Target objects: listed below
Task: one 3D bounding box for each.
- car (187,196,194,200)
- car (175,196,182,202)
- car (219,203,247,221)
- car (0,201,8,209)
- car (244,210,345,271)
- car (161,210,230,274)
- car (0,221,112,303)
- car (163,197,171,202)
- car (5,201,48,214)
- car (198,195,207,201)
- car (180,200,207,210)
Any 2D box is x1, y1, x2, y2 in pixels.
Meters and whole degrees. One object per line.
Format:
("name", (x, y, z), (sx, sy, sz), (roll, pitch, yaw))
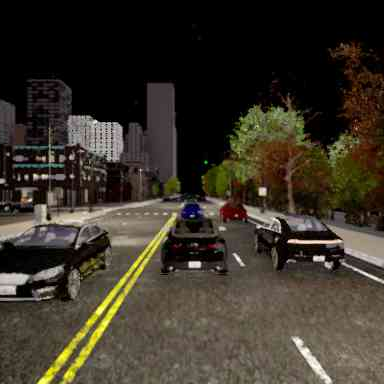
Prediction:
("car", (-0.311, 1.888, 90.017), (2.128, 1.511, 4.902), (0, 0, 0))
("car", (-3.560, 1.934, 89.817), (2.128, 1.511, 4.902), (0, 0, 0))
("car", (3.260, 1.602, 26.974), (1.882, 1.535, 5.008), (0, 0, 0))
("car", (-28.457, 2.058, 49.662), (4.403, 1.369, 2.008), (-1, 1, 0))
("car", (3.312, 1.542, 11.121), (2.128, 1.511, 4.902), (0, 0, 0))
("car", (0.064, 1.557, 10.696), (1.837, 1.490, 4.892), (0, 0, 0))
("car", (-3.377, 1.534, 8.482), (2.128, 1.511, 4.902), (0, 0, 0))
("car", (-6.810, 1.962, 89.806), (1.994, 1.385, 4.181), (0, 0, 0))
("car", (-20.095, 2.018, 41.179), (4.313, 1.339, 1.947), (-1, 1, 0))
("car", (2.939, 1.914, 90.029), (1.994, 1.385, 4.181), (0, 0, 0))
("car", (0.010, 1.651, 26.780), (1.812, 1.442, 4.674), (0, 0, 0))
